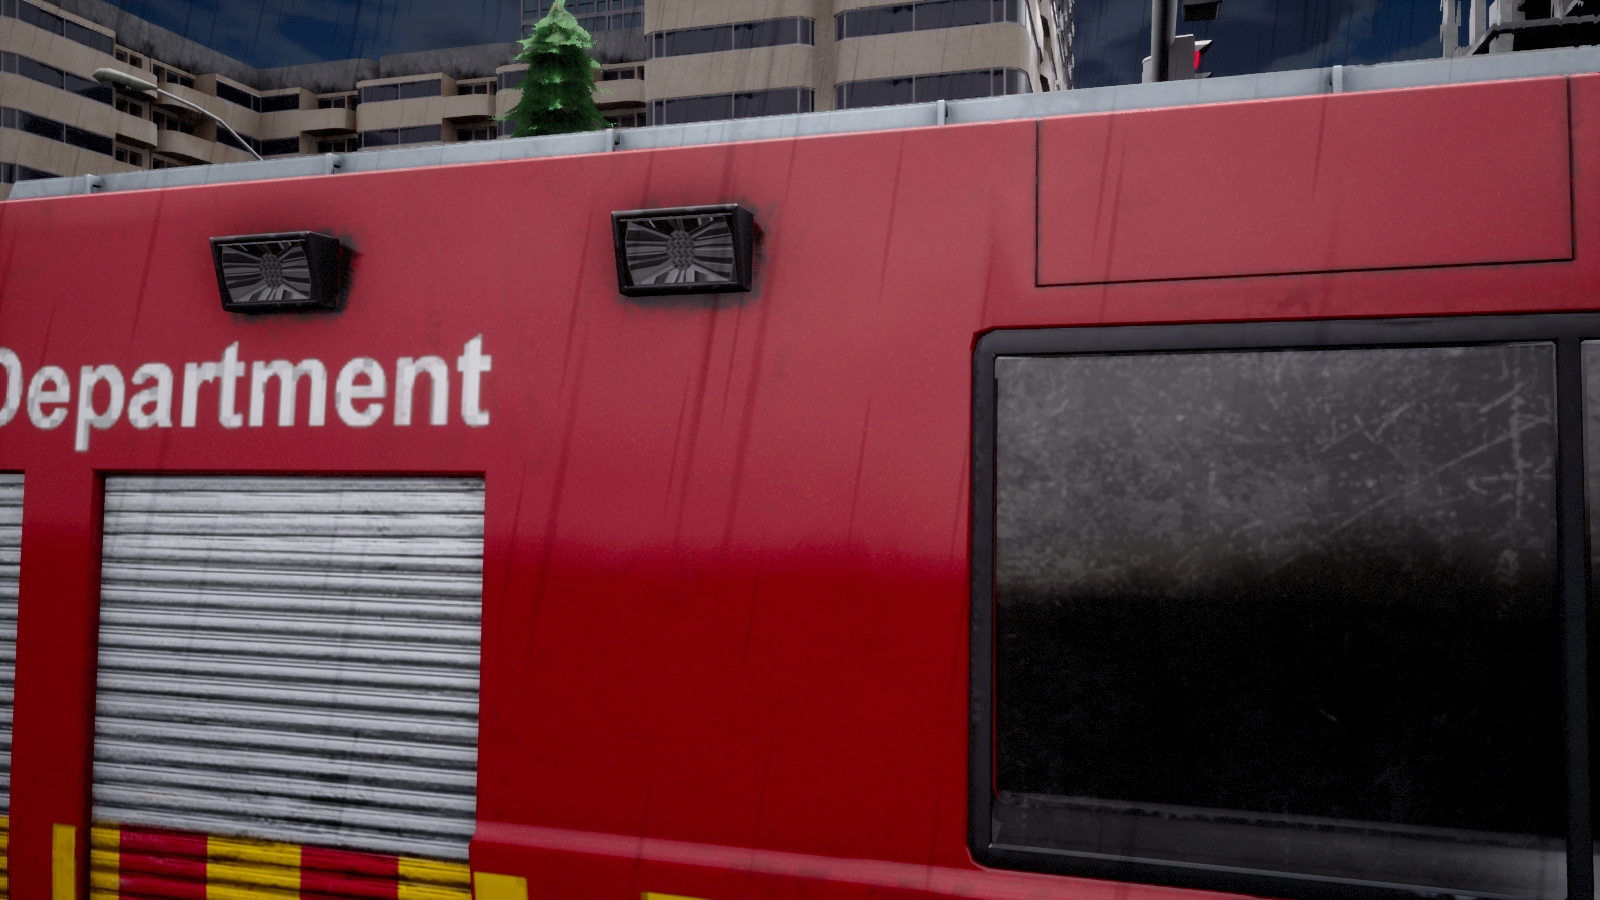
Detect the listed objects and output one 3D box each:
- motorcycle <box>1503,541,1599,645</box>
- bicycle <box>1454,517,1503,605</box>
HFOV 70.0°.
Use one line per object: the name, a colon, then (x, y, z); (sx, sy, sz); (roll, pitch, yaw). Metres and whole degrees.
motorcycle: (11.678, 2.155, 17.664); (0.764, 1.307, 2.356); (0, 0, 16)
bicycle: (12.788, 2.060, 21.569); (0.329, 1.471, 1.835); (0, 0, 16)
